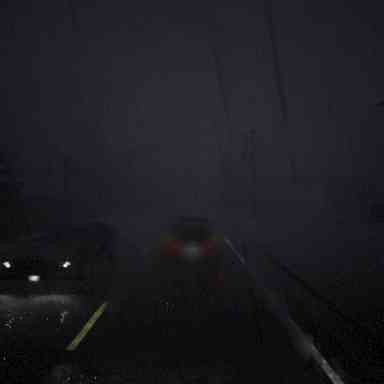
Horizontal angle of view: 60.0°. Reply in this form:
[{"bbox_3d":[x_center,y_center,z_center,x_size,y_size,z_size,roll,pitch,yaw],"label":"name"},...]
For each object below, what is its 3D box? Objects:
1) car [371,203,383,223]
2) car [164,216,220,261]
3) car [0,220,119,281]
[{"bbox_3d":[14.142,1.475,22.833,2.007,1.523,4.514,0,0,0],"label":"car"},{"bbox_3d":[-0.012,1.601,12.422,1.812,1.442,4.674,0,0,0],"label":"car"},{"bbox_3d":[-3.617,1.611,10.284,2.033,1.411,5.357,0,0,0],"label":"car"}]
